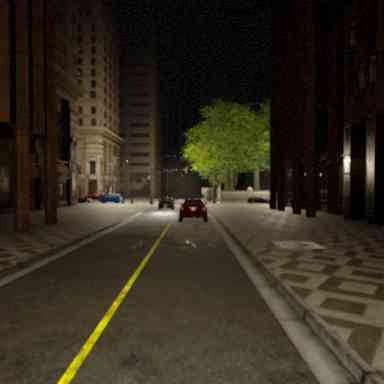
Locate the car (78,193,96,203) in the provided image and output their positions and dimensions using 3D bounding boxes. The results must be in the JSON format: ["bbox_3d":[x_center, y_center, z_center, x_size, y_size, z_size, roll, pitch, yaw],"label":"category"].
[{"bbox_3d":[-20.047,1.327,60.012,4.097,1.590,1.967,0,1,0],"label":"car"}]

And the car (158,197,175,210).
[{"bbox_3d":[-3.023,1.386,40.150,2.128,1.511,4.902,0,0,0],"label":"car"}]

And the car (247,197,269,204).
[{"bbox_3d":[12.050,1.515,59.867,4.313,1.339,1.947,0,1,0],"label":"car"}]

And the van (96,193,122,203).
[{"bbox_3d":[-14.607,1.236,59.985,3.998,1.788,1.690,0,1,0],"label":"van"}]

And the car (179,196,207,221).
[{"bbox_3d":[0.090,1.278,26.172,2.097,1.767,4.553,0,0,0],"label":"car"}]

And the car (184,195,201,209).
[{"bbox_3d":[0.081,1.240,42.726,2.097,1.767,4.553,0,0,0],"label":"car"}]

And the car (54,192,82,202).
[{"bbox_3d":[-25.458,1.046,68.558,5.009,1.841,2.192,0,1,0],"label":"car"}]
